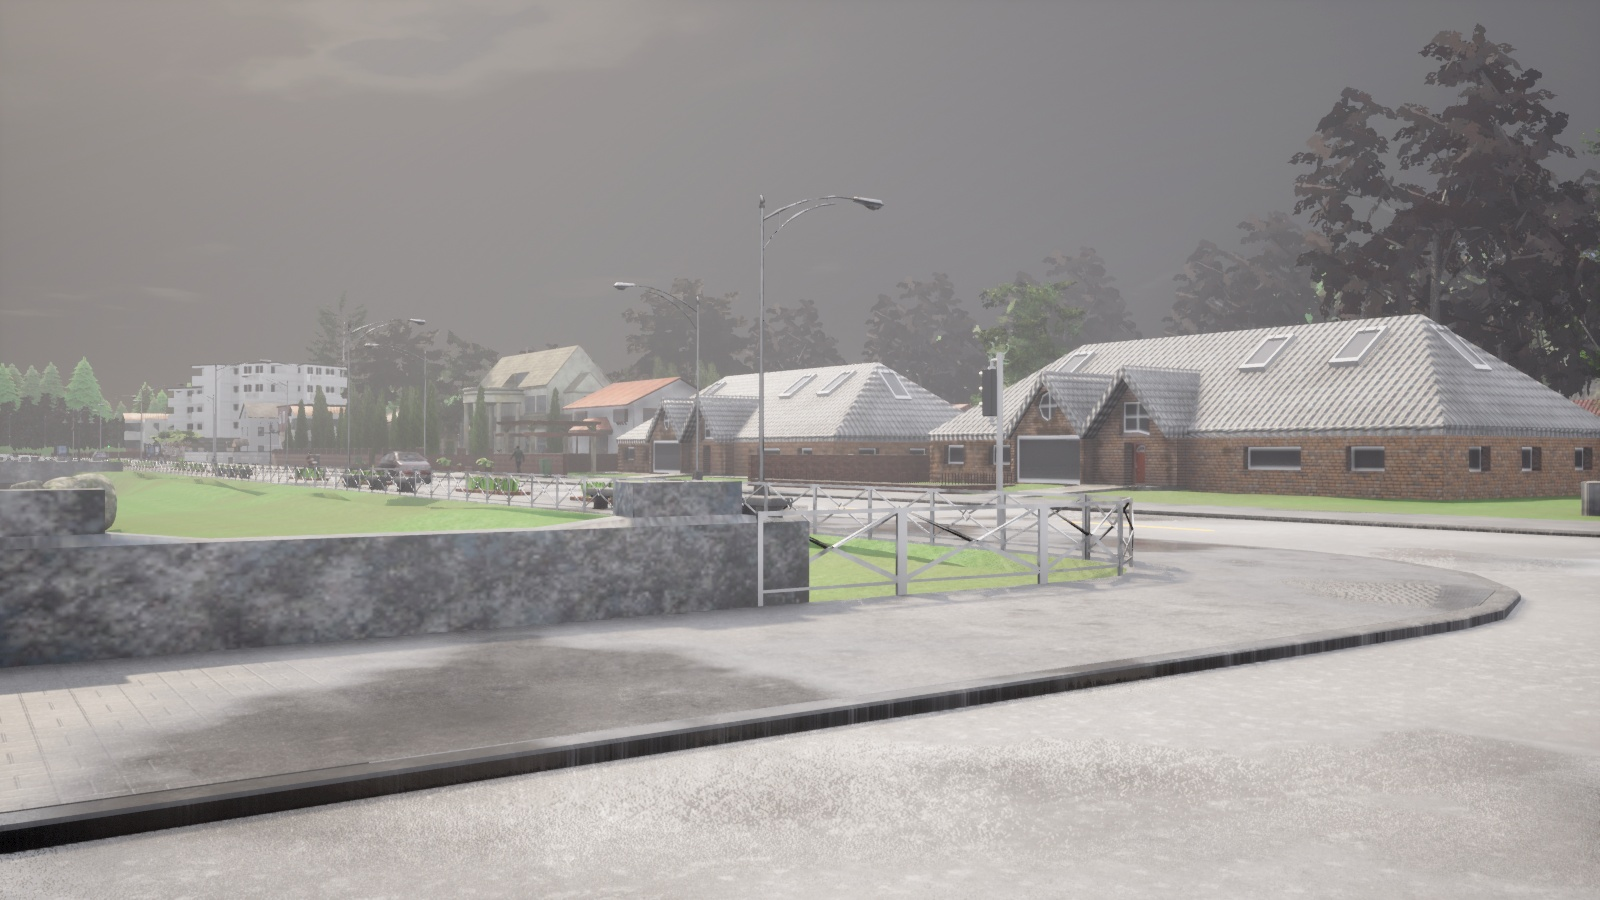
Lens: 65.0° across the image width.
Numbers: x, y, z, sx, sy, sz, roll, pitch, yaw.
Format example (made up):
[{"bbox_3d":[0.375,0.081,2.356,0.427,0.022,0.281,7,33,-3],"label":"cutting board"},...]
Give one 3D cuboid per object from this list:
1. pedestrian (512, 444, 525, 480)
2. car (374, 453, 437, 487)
[{"bbox_3d":[-15.480,0.656,68.986,0.423,1.949,0.788,0,0,-33],"label":"pedestrian"},{"bbox_3d":[-18.468,0.906,58.769,1.789,1.549,3.705,0,0,-35],"label":"car"}]
